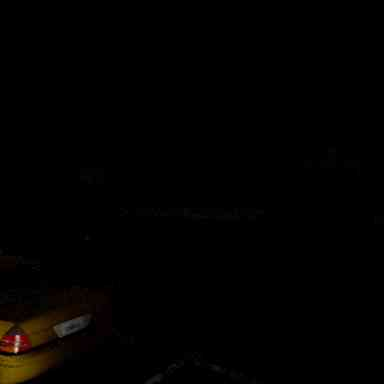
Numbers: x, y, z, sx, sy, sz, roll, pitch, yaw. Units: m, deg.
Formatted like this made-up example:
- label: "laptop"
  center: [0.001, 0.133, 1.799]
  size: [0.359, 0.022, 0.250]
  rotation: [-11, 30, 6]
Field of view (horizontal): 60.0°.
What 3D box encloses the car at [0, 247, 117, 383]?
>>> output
- label: "car"
  center: [-3.298, 1.565, 5.260]
  size: [4.829, 1.417, 1.752]
  rotation: [-1, 0, 35]
